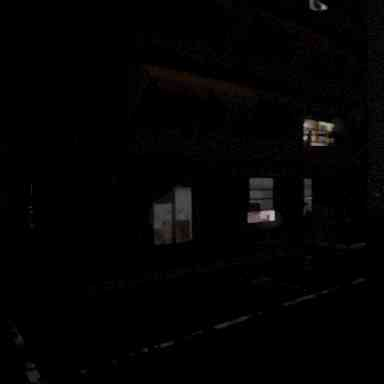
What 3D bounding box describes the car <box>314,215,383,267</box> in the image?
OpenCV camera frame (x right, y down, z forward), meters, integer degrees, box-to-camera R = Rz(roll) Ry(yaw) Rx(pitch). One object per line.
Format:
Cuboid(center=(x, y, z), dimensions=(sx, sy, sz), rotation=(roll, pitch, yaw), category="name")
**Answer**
Cuboid(center=(5.696, 1.415, 10.714), dimensions=(4.206, 1.307, 1.802), rotation=(-1, 1, -36), category="car")
